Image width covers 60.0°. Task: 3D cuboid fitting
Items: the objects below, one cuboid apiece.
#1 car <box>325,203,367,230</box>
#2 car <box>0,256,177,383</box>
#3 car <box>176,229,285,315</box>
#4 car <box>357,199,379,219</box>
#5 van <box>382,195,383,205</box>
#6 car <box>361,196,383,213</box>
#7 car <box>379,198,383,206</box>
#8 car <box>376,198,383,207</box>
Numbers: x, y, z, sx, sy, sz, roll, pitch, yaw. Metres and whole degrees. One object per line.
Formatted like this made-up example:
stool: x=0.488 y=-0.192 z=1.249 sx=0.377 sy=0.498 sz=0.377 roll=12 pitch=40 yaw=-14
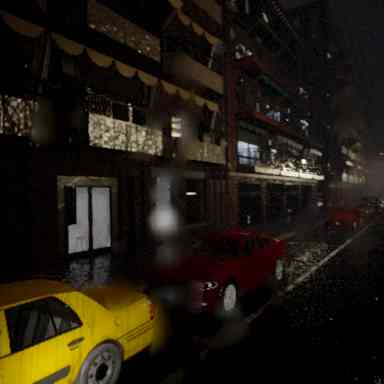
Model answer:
car: x=9.924 y=1.644 z=21.742 sx=1.887 sy=1.381 sz=4.507 roll=-2 pitch=-1 yaw=33
car: x=-2.319 y=1.608 z=3.131 sx=1.752 sy=1.417 sz=4.829 roll=-2 pitch=-1 yaw=33
car: x=0.812 y=1.630 z=7.889 sx=1.887 sy=1.381 sz=4.507 roll=-2 pitch=-1 yaw=33
car: x=15.905 y=1.637 z=30.835 sx=1.752 sy=1.417 sz=4.829 roll=-2 pitch=-1 yaw=33
van: x=37.256 y=1.518 z=63.299 sx=1.690 sy=1.788 sz=3.998 roll=-2 pitch=-1 yaw=33
car: x=19.031 y=1.434 z=35.597 sx=2.192 sy=1.841 sz=5.009 roll=-2 pitch=-1 yaw=33
car: x=34.223 y=1.710 z=58.678 sx=1.887 sy=1.381 sz=4.507 roll=-2 pitch=-1 yaw=33
car: x=31.186 y=1.720 z=54.061 sx=1.947 sy=1.339 sz=4.313 roll=-2 pitch=-1 yaw=33
